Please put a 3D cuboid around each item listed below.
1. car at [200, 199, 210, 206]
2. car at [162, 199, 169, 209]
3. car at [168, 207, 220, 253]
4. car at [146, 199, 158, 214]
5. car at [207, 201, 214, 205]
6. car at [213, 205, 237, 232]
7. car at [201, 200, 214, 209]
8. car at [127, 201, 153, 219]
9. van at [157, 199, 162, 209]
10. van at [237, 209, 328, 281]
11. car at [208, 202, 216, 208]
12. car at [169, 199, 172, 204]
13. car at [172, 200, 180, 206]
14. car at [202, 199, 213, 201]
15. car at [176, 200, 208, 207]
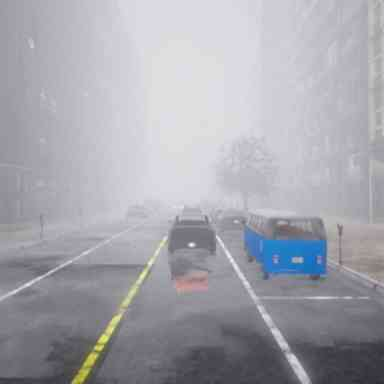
[{"bbox_3d":[2.744,2.162,68.986,1.837,1.490,4.892,0,-1,0],"label":"car"},{"bbox_3d":[-5.310,2.110,55.421,1.802,1.307,4.206,1,-1,0],"label":"car"},{"bbox_3d":[0.003,1.646,14.314,1.837,1.490,4.892,0,0,0],"label":"car"},{"bbox_3d":[-5.308,1.892,38.312,1.752,1.417,4.829,1,-1,0],"label":"car"},{"bbox_3d":[2.573,1.878,32.572,1.947,1.339,4.313,1,-1,0],"label":"car"},{"bbox_3d":[2.574,1.770,21.267,1.947,1.339,4.313,1,-1,0],"label":"car"},{"bbox_3d":[2.571,2.071,55.182,1.887,1.381,4.507,1,-1,0],"label":"car"},{"bbox_3d":[-5.308,1.896,32.835,1.802,1.307,4.206,1,-1,0],"label":"car"},{"bbox_3d":[-5.305,1.763,44.130,1.690,1.788,3.998,1,-1,0],"label":"van"},{"bbox_3d":[2.577,1.438,9.965,1.690,1.788,3.998,1,-1,0],"label":"van"},{"bbox_3d":[2.573,1.803,26.920,1.887,1.381,4.507,1,-1,0],"label":"car"},{"bbox_3d":[-5.311,2.292,78.006,2.008,1.369,4.403,1,-1,0],"label":"car"},{"bbox_3d":[-2.756,2.277,71.781,1.895,1.301,4.718,0,-1,0],"label":"car"},{"bbox_3d":[2.573,1.913,49.530,1.967,1.590,4.097,1,-1,0],"label":"car"},{"bbox_3d":[0.003,1.773,29.304,2.128,1.511,4.902,0,0,0],"label":"car"}]
